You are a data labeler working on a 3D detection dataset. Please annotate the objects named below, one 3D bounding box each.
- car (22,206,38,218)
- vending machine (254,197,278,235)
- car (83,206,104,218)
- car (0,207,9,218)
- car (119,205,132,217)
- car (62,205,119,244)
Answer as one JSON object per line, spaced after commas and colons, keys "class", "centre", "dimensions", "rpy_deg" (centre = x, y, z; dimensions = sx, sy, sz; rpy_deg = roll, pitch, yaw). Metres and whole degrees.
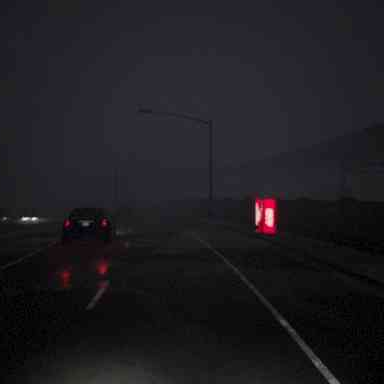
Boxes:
{"class": "car", "centre": [-21.339, 2.532, 43.796], "dimensions": [2.128, 1.511, 4.902], "rpy_deg": [0, -2, -28]}
{"class": "vending machine", "centre": [4.203, 1.353, 18.985], "dimensions": [1.100, 2.100, 0.880], "rpy_deg": [1, -1, -10]}
{"class": "car", "centre": [-12.412, 2.451, 41.723], "dimensions": [1.994, 1.385, 4.181], "rpy_deg": [0, -2, -23]}
{"class": "car", "centre": [-25.026, 2.622, 43.484], "dimensions": [2.033, 1.411, 5.357], "rpy_deg": [0, -2, -29]}
{"class": "car", "centre": [-8.900, 2.365, 42.393], "dimensions": [2.128, 1.511, 4.902], "rpy_deg": [0, -2, -22]}
{"class": "car", "centre": [-5.015, 1.492, 16.744], "dimensions": [2.097, 1.767, 4.553], "rpy_deg": [0, -1, -9]}
